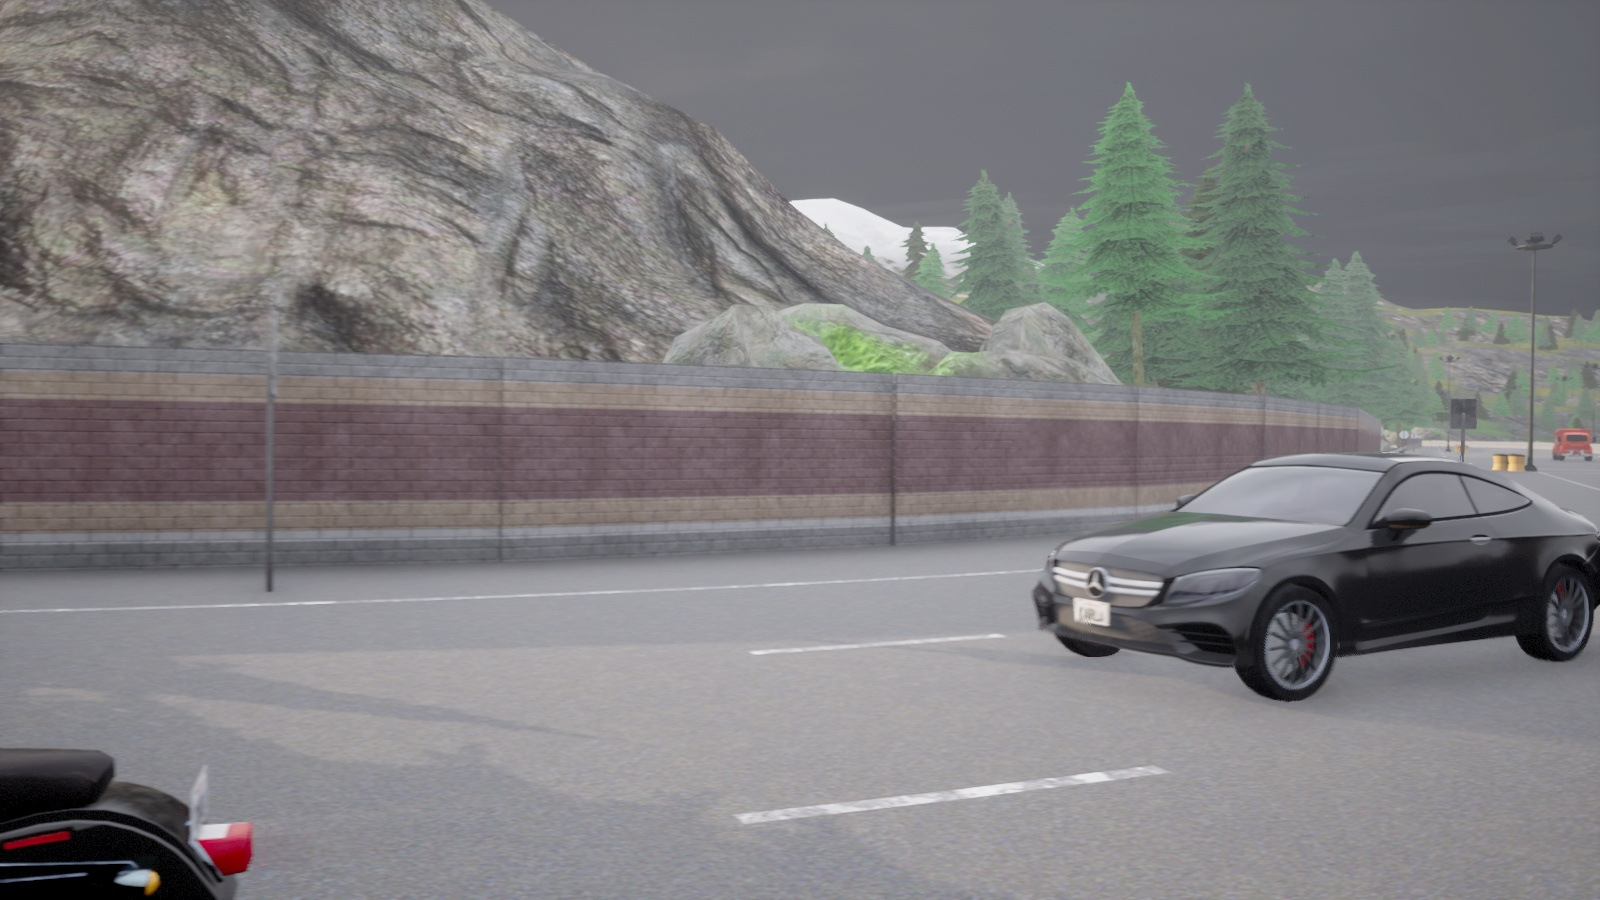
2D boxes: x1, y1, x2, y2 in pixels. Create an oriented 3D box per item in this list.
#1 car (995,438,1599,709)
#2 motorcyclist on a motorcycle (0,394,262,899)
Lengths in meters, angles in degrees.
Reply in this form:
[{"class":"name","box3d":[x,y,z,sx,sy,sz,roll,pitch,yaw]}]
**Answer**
[{"class":"car","box3d":[3.797,0.661,8.870,4.674,1.442,1.812,-1,1,-30]},{"class":"motorcyclist on a motorcycle","box3d":[-2.332,0.737,2.377,2.350,1.649,0.766,-1,0,-19]}]
